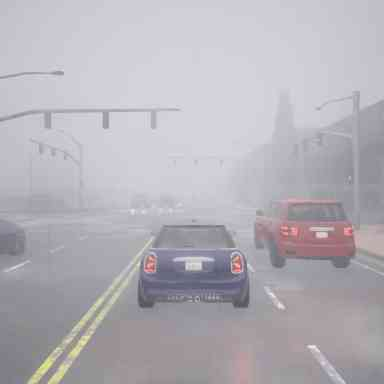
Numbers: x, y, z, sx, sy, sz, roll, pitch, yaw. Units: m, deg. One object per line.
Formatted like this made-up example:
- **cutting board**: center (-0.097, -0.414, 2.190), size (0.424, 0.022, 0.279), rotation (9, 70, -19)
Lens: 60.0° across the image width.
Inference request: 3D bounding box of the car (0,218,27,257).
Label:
- **car**: center (-6.947, 1.526, 10.332), size (1.812, 1.442, 4.674), rotation (0, 0, 2)

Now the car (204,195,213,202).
- **car**: center (3.922, 1.524, 77.476), size (1.812, 1.442, 4.674), rotation (0, 0, 1)

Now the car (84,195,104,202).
- **car**: center (-21.583, 1.395, 73.076), size (3.806, 1.475, 1.970), rotation (0, 0, 0)

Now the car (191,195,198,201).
- **car**: center (0.669, 1.478, 87.748), size (1.882, 1.535, 5.008), rotation (0, 0, 1)

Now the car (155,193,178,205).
- **car**: center (-3.783, 1.221, 50.607), size (2.150, 2.045, 5.566), rotation (0, 0, 1)

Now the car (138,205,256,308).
- **car**: center (0.040, 1.352, 8.092), size (2.097, 1.767, 4.553), rotation (0, 0, 0)

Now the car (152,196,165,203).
- **car**: center (-6.807, 1.547, 68.406), size (2.033, 1.411, 5.357), rotation (0, 0, 2)

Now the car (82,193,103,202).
- **car**: center (-21.590, 1.156, 70.181), size (3.866, 1.878, 1.905), rotation (0, 0, 0)

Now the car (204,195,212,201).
- **car**: center (4.170, 1.525, 87.756), size (2.128, 1.511, 4.902), rotation (0, 0, 1)

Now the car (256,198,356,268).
- **car**: center (3.535, 1.221, 11.433), size (2.150, 2.045, 5.566), rotation (0, 0, 2)

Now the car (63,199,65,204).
- **car**: center (-21.523, 1.156, 50.558), size (3.866, 1.878, 1.905), rotation (0, 0, 0)

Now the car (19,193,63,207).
- **car**: center (-21.573, 1.153, 47.663), size (4.605, 1.855, 1.932), rotation (0, 0, 0)

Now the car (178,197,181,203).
- **car**: center (-3.563, 1.526, 60.416), size (1.812, 1.442, 4.674), rotation (0, 0, 1)

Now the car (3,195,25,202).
- **car**: center (-39.050, 1.364, 73.030), size (3.905, 1.438, 1.784), rotation (0, 0, 0)

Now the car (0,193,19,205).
- **car**: center (-39.110, 1.153, 70.134), size (4.605, 1.855, 1.932), rotation (0, 0, 0)

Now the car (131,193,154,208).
- **car**: center (-7.321, 1.221, 48.183), size (2.150, 2.045, 5.566), rotation (0, 0, 1)

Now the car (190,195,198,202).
- **car**: center (0.426, 1.500, 77.658), size (1.837, 1.490, 4.892), rotation (0, 0, 1)
